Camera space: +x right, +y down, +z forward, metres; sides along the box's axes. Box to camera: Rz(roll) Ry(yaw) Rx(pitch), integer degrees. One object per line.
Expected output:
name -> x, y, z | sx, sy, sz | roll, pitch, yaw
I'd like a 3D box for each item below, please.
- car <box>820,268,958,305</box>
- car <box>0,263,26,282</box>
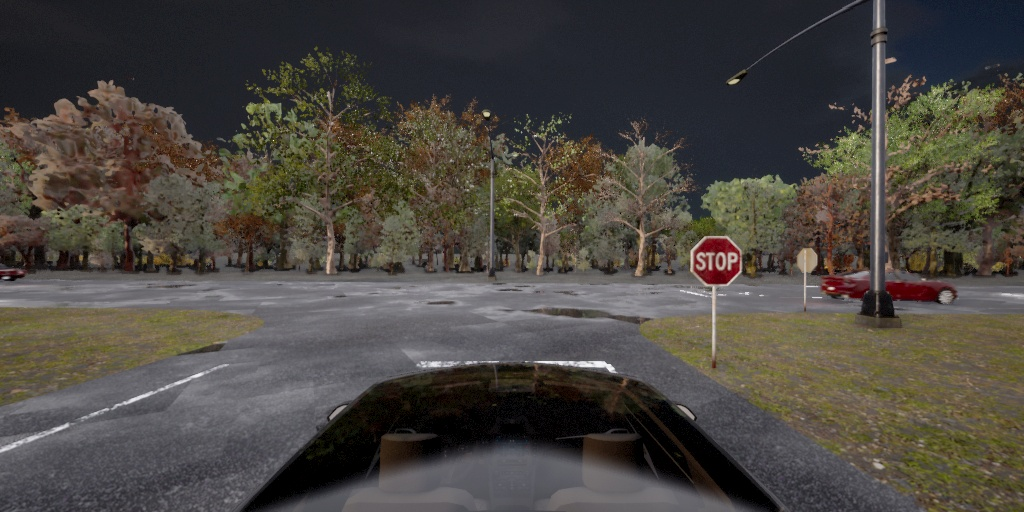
car -> 16.915, 1.329, 16.215 | 5.008, 1.535, 1.882 | 0, 0, 0
car -> -35.869, 1.143, 23.920 | 4.718, 1.301, 1.895 | 0, 0, 1
